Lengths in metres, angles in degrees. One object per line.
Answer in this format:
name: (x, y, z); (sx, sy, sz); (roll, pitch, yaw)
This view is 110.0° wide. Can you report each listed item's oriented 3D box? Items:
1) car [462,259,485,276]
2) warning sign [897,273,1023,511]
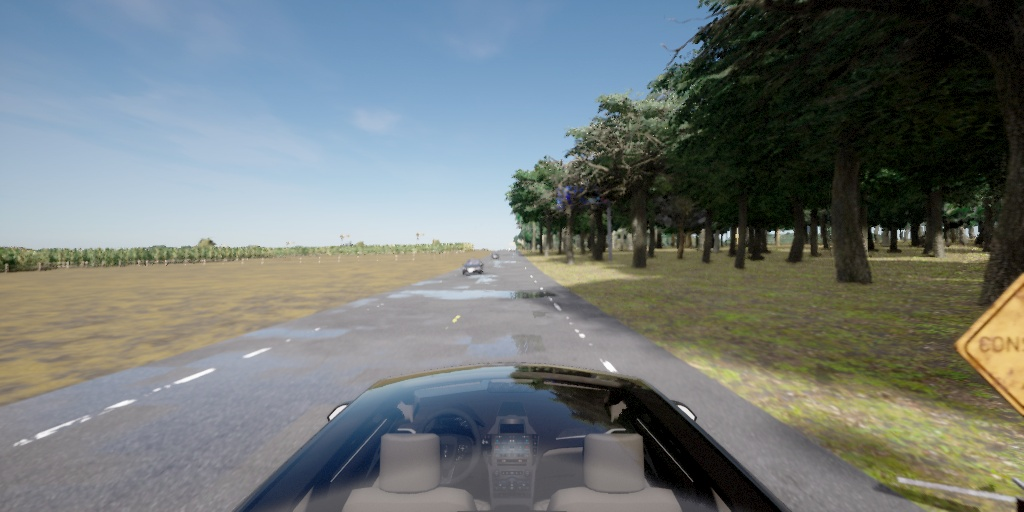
car: (-3.596, 1.042, 33.923); (2.128, 1.511, 4.902); (0, 1, 0)
warning sign: (3.550, 0.868, 2.364); (1.300, 1.860, 1.060); (0, 0, 0)
